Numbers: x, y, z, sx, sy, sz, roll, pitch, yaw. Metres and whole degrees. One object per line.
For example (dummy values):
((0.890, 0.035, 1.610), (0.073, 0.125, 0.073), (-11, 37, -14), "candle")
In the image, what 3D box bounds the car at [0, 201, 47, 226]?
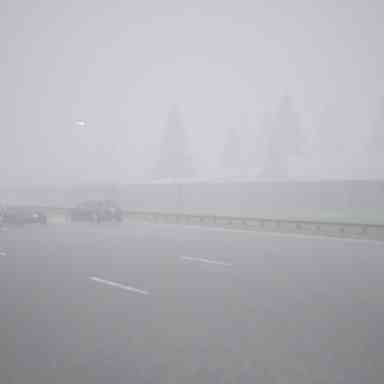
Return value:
((-11.824, 1.538, 23.000), (4.181, 1.385, 1.994), (0, 0, 39), "car")

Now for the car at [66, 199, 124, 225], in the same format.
((-6.938, 1.300, 23.539), (4.553, 1.767, 2.097), (0, 0, 39), "car")

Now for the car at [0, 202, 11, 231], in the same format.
((-12.680, 1.469, 19.186), (5.008, 1.535, 1.882), (0, 0, 39), "car")

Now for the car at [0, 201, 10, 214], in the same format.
((-21.360, 1.578, 35.257), (4.718, 1.301, 1.895), (0, 0, 39), "car")
